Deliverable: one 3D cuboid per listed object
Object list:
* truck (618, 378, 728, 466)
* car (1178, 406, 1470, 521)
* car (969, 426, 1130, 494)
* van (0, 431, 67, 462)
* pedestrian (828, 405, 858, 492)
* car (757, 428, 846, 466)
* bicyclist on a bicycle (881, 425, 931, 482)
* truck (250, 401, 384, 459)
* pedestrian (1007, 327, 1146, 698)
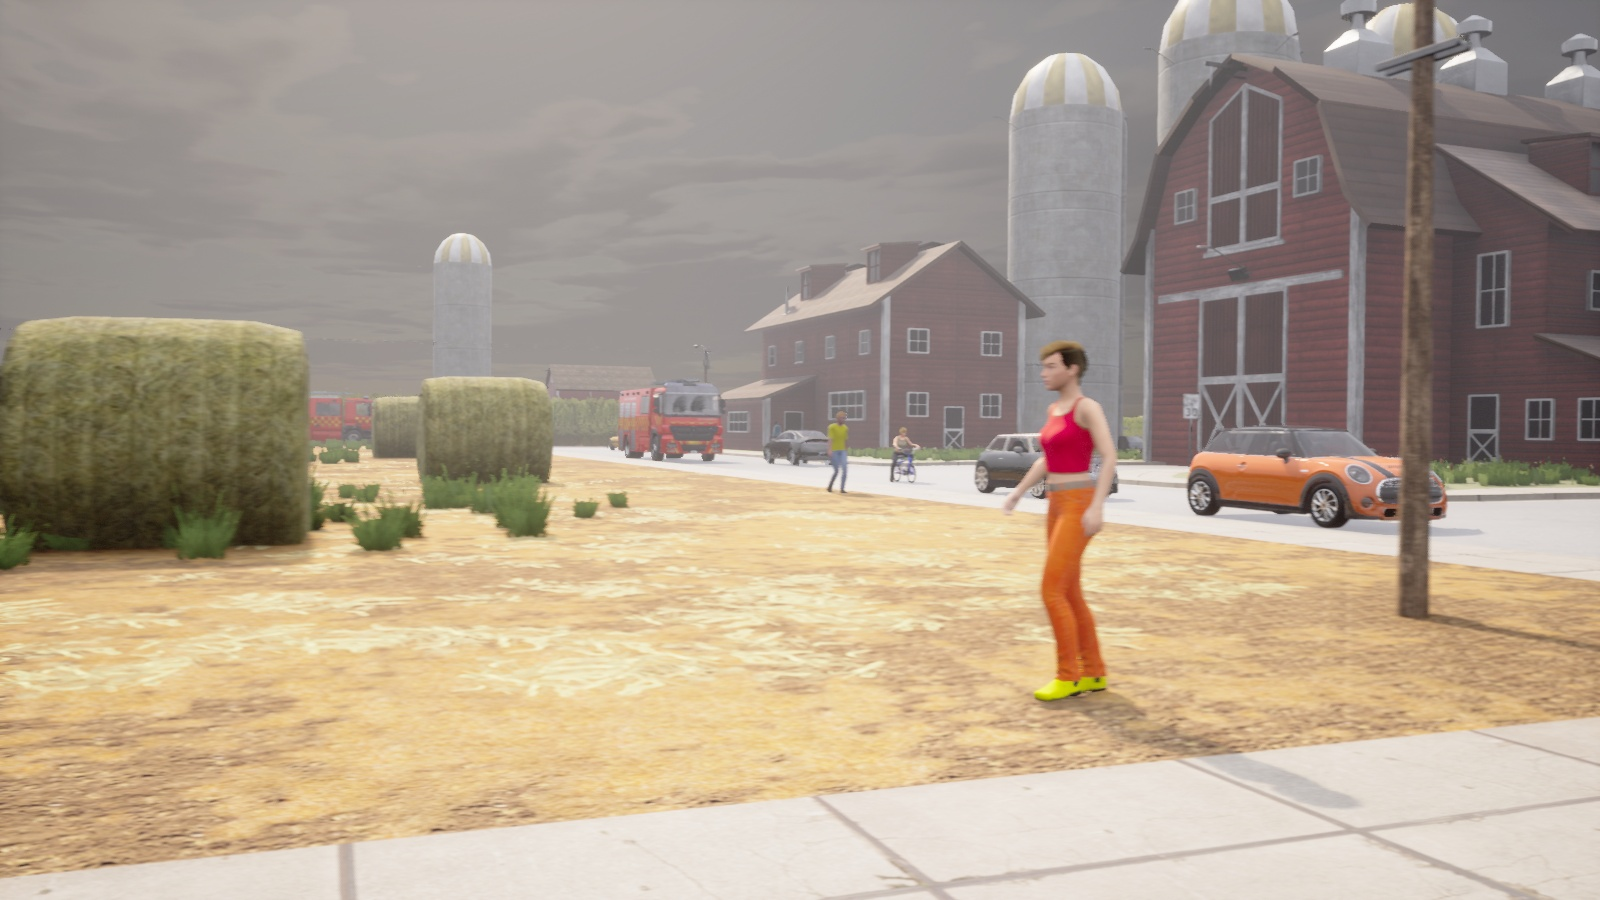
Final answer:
[{"bbox_3d":[-6.143,-1.295,59.441,2.891,3.827,8.468,-1,1,-22],"label":"truck"},{"bbox_3d":[8.957,0.171,21.940,2.097,1.767,4.553,-1,1,-22],"label":"car"},{"bbox_3d":[5.821,0.189,29.743,1.970,1.475,3.806,-1,1,-22],"label":"car"},{"bbox_3d":[-51.621,-0.257,83.819,4.442,1.987,1.775,-1,1,-21],"label":"van"},{"bbox_3d":[0.914,-0.034,26.894,0.354,1.836,0.706,-1,1,-25],"label":"pedestrian"},{"bbox_3d":[-0.009,-0.145,53.614,2.128,1.511,4.902,-1,1,-22],"label":"car"},{"bbox_3d":[3.080,0.079,36.539,0.866,1.612,1.509,-1,1,-22],"label":"bicyclist on a bicycle"},{"bbox_3d":[-33.388,-1.424,87.066,8.468,3.827,2.891,-1,1,-21],"label":"truck"},{"bbox_3d":[1.413,0.306,6.436,0.594,1.836,0.345,-1,1,-11],"label":"pedestrian"}]
